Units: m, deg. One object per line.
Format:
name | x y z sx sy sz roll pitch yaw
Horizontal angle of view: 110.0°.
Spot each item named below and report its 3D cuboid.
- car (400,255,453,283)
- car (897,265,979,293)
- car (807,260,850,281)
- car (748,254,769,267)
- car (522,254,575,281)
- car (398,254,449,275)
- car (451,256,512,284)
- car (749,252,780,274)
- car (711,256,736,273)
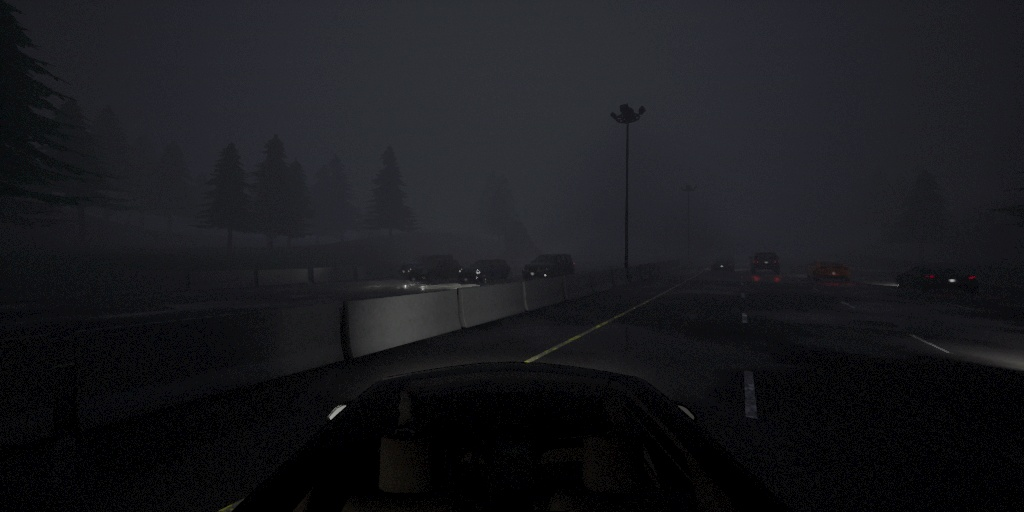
car | -5.675 1.028 26.882 2.097 1.767 4.553 0 1 33
car | 23.162 1.171 19.678 1.994 1.385 4.181 0 1 32
car | 23.595 0.999 26.877 1.882 1.535 5.008 0 1 32
car | 32.417 0.583 47.239 2.128 1.511 4.902 0 1 32
car | 2.896 0.861 27.297 2.150 2.045 5.566 0 1 33
car | -7.190 0.876 31.020 2.150 2.045 5.566 0 1 33
car | -1.930 1.020 26.245 2.097 1.767 4.553 0 1 33
car | 24.396 0.628 34.649 2.150 2.045 5.566 0 1 32
car | 21.817 0.955 37.121 1.994 1.385 4.181 0 1 33
